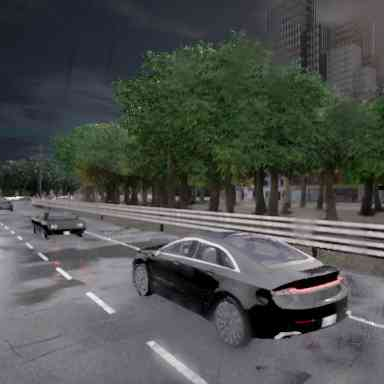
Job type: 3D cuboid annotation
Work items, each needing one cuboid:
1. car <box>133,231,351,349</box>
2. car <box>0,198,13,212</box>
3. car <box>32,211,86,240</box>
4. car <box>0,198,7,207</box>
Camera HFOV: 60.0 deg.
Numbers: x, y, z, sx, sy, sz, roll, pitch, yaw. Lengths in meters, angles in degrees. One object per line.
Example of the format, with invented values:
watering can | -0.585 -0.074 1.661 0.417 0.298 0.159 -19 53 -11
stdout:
car | 0.485 1.520 6.481 2.128 1.511 4.902 0 0 -34
car | -23.817 1.668 41.983 2.128 1.511 4.902 0 0 -34
car | -7.269 1.678 17.804 1.895 1.301 4.718 0 0 -34
car | -32.558 1.731 56.277 1.882 1.535 5.008 0 0 -27
